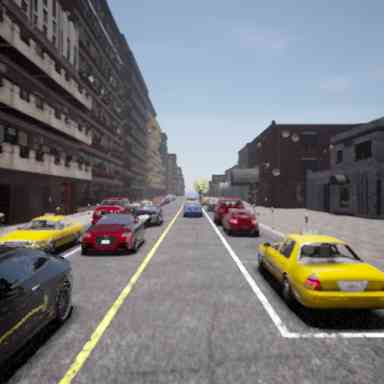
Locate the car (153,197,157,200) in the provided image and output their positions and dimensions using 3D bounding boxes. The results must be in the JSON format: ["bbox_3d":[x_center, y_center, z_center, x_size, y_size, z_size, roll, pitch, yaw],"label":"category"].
[{"bbox_3d":[-5.705,1.630,40.778,1.752,1.417,4.829,0,0,0],"label":"car"}]

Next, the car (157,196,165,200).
[{"bbox_3d":[-5.709,1.687,52.027,1.887,1.381,4.507,0,0,0],"label":"car"}]

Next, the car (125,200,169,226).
[{"bbox_3d":[-3.093,1.548,23.982,2.128,1.511,4.902,0,0,0],"label":"car"}]

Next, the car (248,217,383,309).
[{"bbox_3d":[2.690,1.543,7.887,1.752,1.417,4.829,0,0,0],"label":"car"}]

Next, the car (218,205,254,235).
[{"bbox_3d":[2.685,1.625,18.795,1.802,1.307,4.206,0,0,0],"label":"car"}]

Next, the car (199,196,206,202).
[{"bbox_3d":[2.657,1.795,85.435,1.752,1.417,4.829,0,0,0],"label":"car"}]

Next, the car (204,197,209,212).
[{"bbox_3d":[2.676,1.657,40.952,2.008,1.369,4.403,0,0,0],"label":"car"}]

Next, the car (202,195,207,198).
[{"bbox_3d":[2.666,1.707,63.279,1.752,1.417,4.829,0,0,0],"label":"car"}]

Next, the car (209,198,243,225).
[{"bbox_3d":[2.684,1.373,24.335,2.192,1.841,5.009,0,0,0],"label":"car"}]

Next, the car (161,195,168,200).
[{"bbox_3d":[-5.711,1.601,57.565,1.967,1.590,4.097,0,0,0],"label":"car"}]

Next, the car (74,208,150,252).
[{"bbox_3d":[-3.107,1.596,13.851,1.994,1.385,4.181,0,0,-1],"label":"car"}]

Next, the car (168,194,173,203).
[{"bbox_3d":[-5.716,1.516,68.645,2.192,1.841,5.009,0,0,0],"label":"car"}]

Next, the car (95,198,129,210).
[{"bbox_3d":[-5.697,1.373,24.331,2.192,1.841,5.009,0,0,0],"label":"car"}]

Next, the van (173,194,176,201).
[{"bbox_3d":[-5.723,1.610,85.262,1.690,1.788,3.998,0,0,0],"label":"van"}]

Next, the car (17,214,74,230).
[{"bbox_3d":[-5.693,1.555,13.081,1.752,1.417,4.829,0,0,0],"label":"car"}]

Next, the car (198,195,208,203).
[{"bbox_3d":[2.661,1.561,79.727,2.192,1.841,5.009,0,0,0],"label":"car"}]

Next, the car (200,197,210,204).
[{"bbox_3d":[2.664,1.752,68.648,2.008,1.369,4.403,0,0,0],"label":"car"}]

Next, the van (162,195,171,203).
[{"bbox_3d":[-5.718,1.564,74.185,1.690,1.788,3.998,0,0,0],"label":"van"}]

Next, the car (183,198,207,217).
[{"bbox_3d":[0.087,1.628,32.417,2.033,1.411,5.357,0,0,0],"label":"car"}]

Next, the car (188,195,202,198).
[{"bbox_3d":[0.007,1.478,47.348,2.097,1.767,4.553,0,0,0],"label":"car"}]

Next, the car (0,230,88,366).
[{"bbox_3d":[-3.096,1.536,4.473,1.812,1.442,4.674,0,0,0],"label":"car"}]

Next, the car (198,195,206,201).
[{"bbox_3d":[2.655,1.735,90.805,1.967,1.590,4.097,0,0,0],"label":"car"}]
